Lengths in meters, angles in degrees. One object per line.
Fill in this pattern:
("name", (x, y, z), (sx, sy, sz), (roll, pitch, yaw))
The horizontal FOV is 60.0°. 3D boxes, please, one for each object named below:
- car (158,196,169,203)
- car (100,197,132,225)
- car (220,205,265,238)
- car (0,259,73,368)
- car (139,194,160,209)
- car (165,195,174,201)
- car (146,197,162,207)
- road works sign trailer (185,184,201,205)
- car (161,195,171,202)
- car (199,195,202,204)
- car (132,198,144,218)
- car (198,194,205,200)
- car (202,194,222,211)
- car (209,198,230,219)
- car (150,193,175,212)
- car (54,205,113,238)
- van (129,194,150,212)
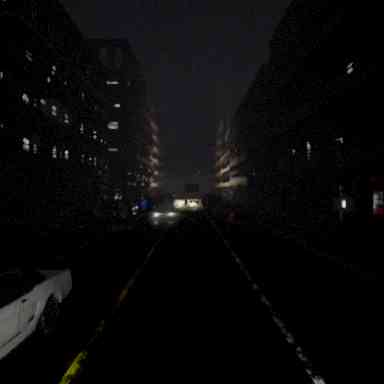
("car", (-5.731, 1.465, 67.776), (1.802, 1.307, 4.206), (-1, 0, 0))
("car", (-5.679, 1.400, 22.960), (1.967, 1.590, 4.097), (-1, 0, 0))
("car", (2.673, 1.551, 17.333), (1.802, 1.307, 4.206), (-1, 0, 0))
("car", (-3.095, 1.594, 3.836), (1.895, 1.301, 4.718), (0, 0, 0))
("car", (-5.714, 1.236, 45.368), (2.192, 1.841, 5.009), (-1, 0, 0))
("car", (-5.739, 1.406, 84.583), (2.008, 1.369, 4.403), (-1, 0, 0))
("car", (-5.731, 1.462, 50.970), (2.008, 1.369, 4.403), (-1, 0, 0))
("road works sign trailer", (-0.023, 0.365, 56.792), (2.380, 3.560, 2.880), (0, 0, 1))
("car", (-5.734, 1.456, 73.378), (1.802, 1.307, 4.206), (-1, 0, 0))
("car", (2.653, 1.226, 50.945), (2.192, 1.841, 5.009), (-1, 0, 0))
("car", (-5.680, 1.500, 28.562), (2.008, 1.369, 4.403), (-1, 0, 0))
("car", (2.638, 1.371, 90.330), (1.752, 1.417, 4.829), (-1, 0, 0))
("car", (2.658, 1.245, 39.741), (2.192, 1.841, 5.009), (-1, 0, 0))
("car", (2.666, 1.474, 28.707), (1.752, 1.417, 4.829), (-1, 0, 0))
("car", (-3.114, 1.157, 38.265), (2.150, 2.045, 5.566), (0, 0, 0))
("car", (-5.675, 1.551, 17.358), (1.802, 1.307, 4.206), (-1, 0, 0))
("van", (-5.686, 1.281, 34.164), (1.690, 1.788, 3.998), (-1, 0, 0))
